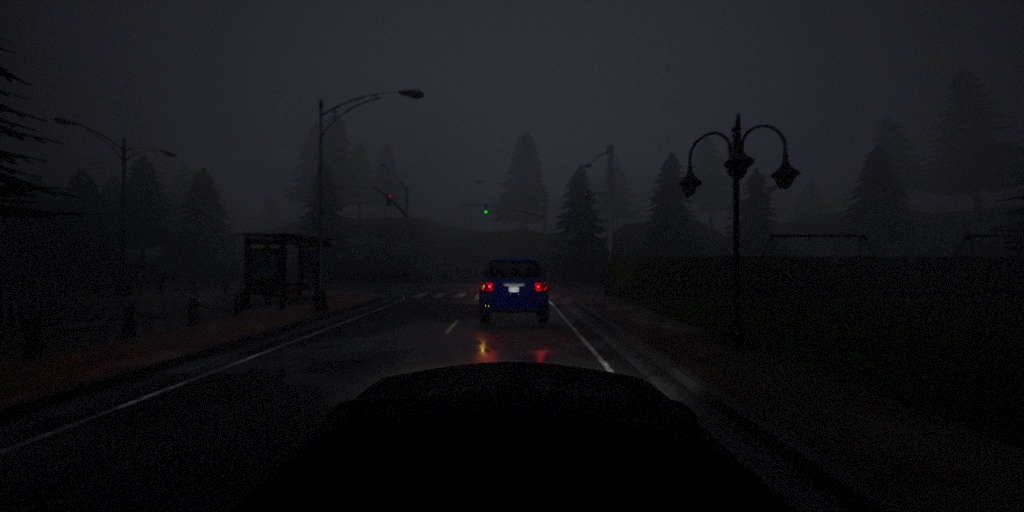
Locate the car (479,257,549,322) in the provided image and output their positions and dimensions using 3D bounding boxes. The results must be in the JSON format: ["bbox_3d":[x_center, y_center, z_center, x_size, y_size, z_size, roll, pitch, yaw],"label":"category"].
[{"bbox_3d":[0.085,1.064,12.900,2.150,2.045,5.566,0,0,1],"label":"car"}]
